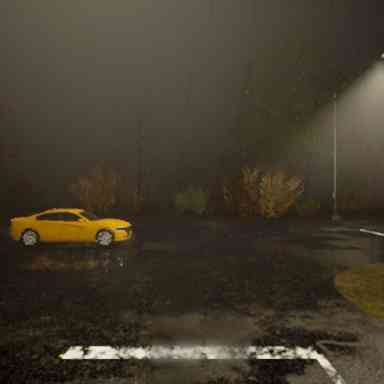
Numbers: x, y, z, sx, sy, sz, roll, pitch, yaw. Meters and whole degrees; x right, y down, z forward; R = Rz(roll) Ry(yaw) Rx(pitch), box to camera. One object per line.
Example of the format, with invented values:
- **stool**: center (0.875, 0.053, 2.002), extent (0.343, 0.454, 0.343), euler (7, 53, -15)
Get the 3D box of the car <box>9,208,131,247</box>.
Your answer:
- **car**: center (-5.198, 1.479, 14.479), extent (5.008, 1.535, 1.882), euler (0, 0, -1)
